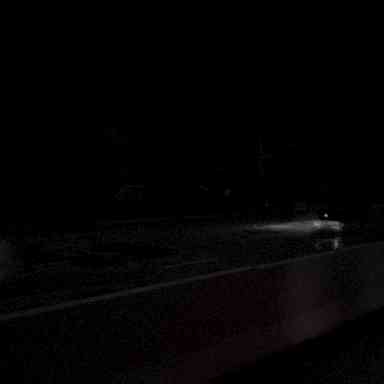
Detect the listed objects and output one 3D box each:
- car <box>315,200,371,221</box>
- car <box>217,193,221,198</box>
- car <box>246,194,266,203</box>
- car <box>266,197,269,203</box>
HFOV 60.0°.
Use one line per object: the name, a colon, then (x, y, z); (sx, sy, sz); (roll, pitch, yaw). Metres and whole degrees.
car: (11.061, 1.288, 24.305); (4.718, 1.301, 1.895); (-1, 1, -37)
car: (5.427, 0.876, 70.310); (1.994, 1.385, 4.181); (-1, 1, -6)
car: (7.349, 1.086, 46.641); (2.033, 1.411, 5.357); (-1, 1, -35)
car: (9.718, 1.033, 49.359); (2.033, 1.411, 5.357); (-1, 1, -35)
